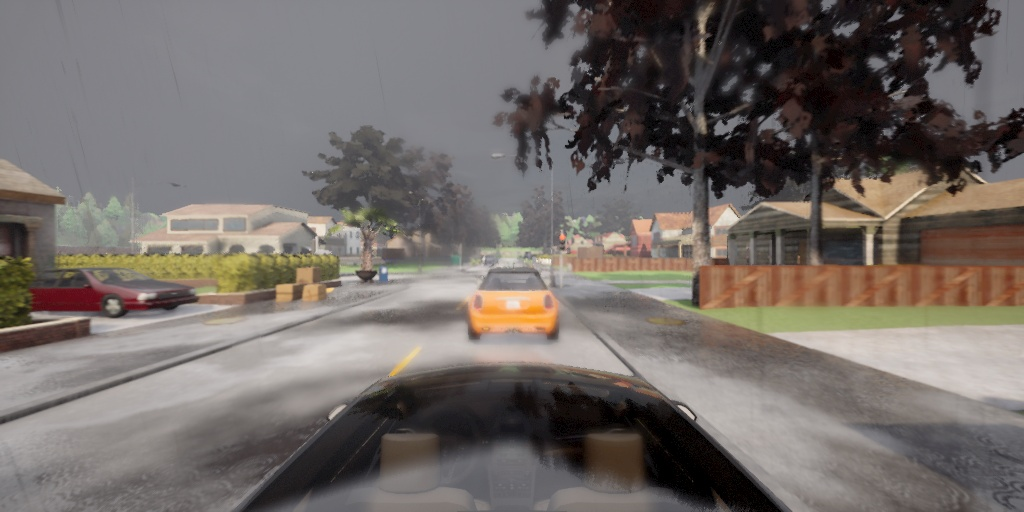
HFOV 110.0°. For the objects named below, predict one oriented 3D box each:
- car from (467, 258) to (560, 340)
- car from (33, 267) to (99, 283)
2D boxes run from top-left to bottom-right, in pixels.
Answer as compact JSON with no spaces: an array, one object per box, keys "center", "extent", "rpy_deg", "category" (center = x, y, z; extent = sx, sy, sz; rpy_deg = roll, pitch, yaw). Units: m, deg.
[{"center":[0.053,1.065,9.950],"extent":[2.097,1.767,4.553],"rpy_deg":[0,0,1],"category":"car"},{"center":[-36.600,1.232,28.587],"extent":[4.718,1.301,1.895],"rpy_deg":[0,0,1],"category":"car"}]
